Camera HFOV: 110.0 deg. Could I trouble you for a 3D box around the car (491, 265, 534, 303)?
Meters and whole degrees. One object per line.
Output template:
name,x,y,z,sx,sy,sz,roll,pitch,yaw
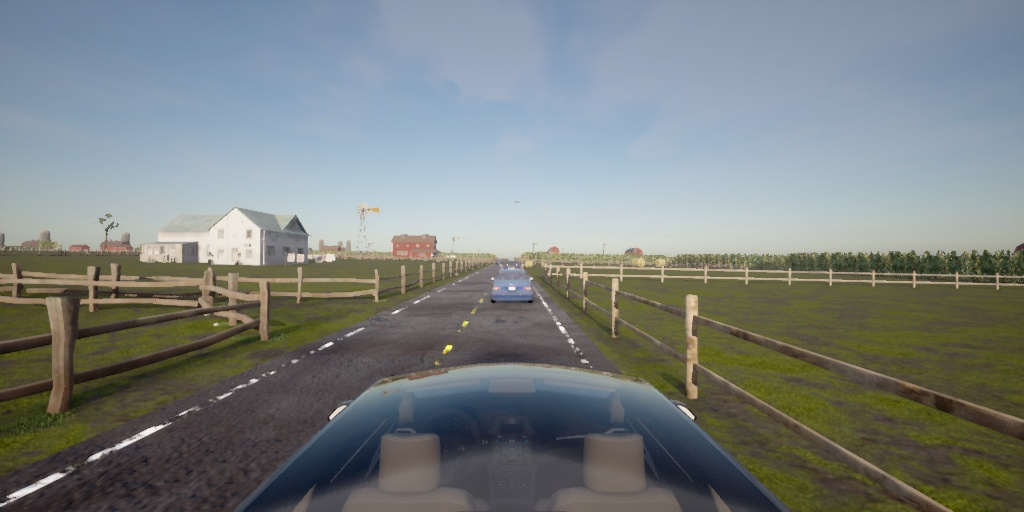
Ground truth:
car,0.000,1.317,16.500,2.033,1.411,5.357,0,0,0

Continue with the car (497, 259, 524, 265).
car,0.000,1.124,31.472,2.097,1.767,4.553,0,0,0
